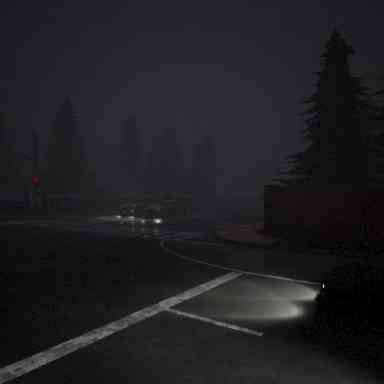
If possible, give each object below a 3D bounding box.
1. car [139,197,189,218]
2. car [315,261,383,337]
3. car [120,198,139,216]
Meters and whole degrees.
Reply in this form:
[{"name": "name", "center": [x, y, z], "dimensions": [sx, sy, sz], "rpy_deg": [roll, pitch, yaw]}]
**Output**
[{"name": "car", "center": [-2.226, 1.478, 30.662], "dimensions": [1.882, 1.535, 5.008], "rpy_deg": [0, 0, 35]}, {"name": "car", "center": [4.752, 1.547, 4.875], "dimensions": [5.357, 1.411, 2.033], "rpy_deg": [0, 0, 36]}, {"name": "car", "center": [-4.958, 1.352, 32.857], "dimensions": [2.097, 1.767, 4.553], "rpy_deg": [0, 0, 35]}]
